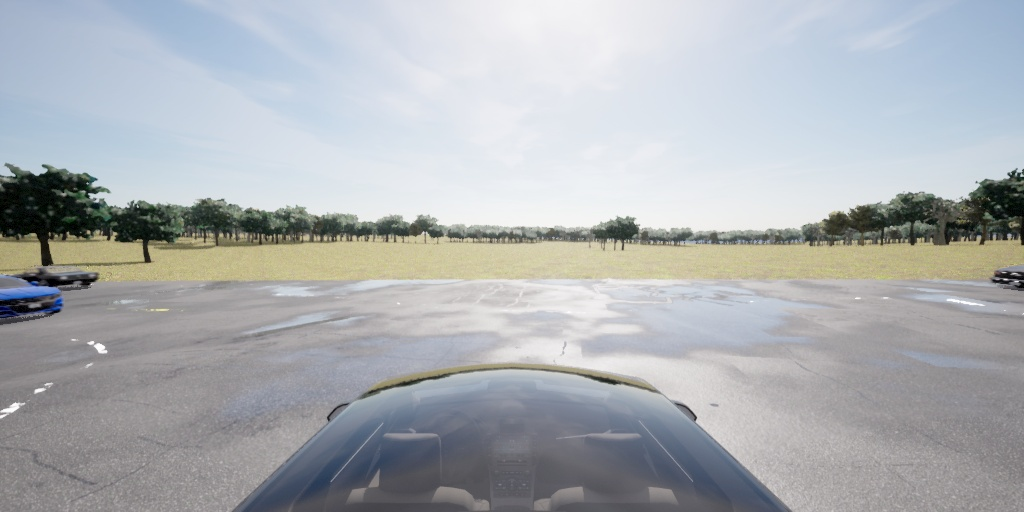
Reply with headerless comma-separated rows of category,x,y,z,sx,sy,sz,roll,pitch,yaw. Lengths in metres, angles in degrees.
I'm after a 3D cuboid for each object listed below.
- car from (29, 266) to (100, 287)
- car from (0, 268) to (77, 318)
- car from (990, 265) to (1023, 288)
car,-26.965,1.260,20.846,4.718,1.301,1.895,-1,3,10
car,-18.046,1.389,12.138,5.008,1.535,1.882,-1,3,10
car,20.597,0.560,12.333,5.357,1.411,2.033,-1,3,10
